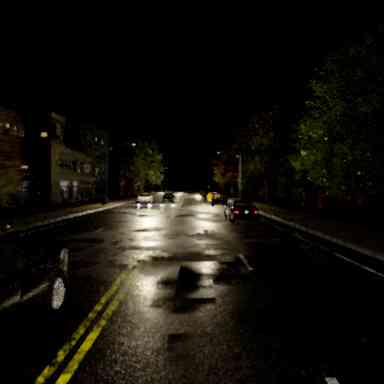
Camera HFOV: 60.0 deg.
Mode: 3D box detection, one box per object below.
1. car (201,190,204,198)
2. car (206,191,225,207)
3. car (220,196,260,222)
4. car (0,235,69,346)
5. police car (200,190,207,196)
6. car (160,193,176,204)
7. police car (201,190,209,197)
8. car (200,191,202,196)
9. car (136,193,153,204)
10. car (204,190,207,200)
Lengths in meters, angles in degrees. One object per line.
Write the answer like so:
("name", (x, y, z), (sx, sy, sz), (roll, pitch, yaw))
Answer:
("car", (3.234, 0.692, 62.142), (1.837, 1.490, 4.892), (0, 1, 0))
("car", (3.240, 0.968, 40.142), (2.128, 1.511, 4.902), (0, 1, 0))
("car", (3.344, 1.249, 22.930), (2.033, 1.411, 5.357), (0, 1, 0))
("car", (-3.351, 1.417, 4.561), (1.882, 1.535, 5.008), (0, 1, 0))
("police car", (3.225, 0.260, 95.141), (2.038, 1.542, 4.974), (0, 1, 0))
("car", (-3.323, 0.884, 47.440), (1.837, 1.490, 4.892), (0, 1, 0))
("police car", (3.228, 0.323, 84.250), (1.930, 1.638, 5.238), (0, 1, 0))
("car", (3.231, 0.590, 73.142), (2.033, 1.411, 5.357), (0, 1, 0))
("car", (-6.572, 0.910, 47.144), (1.812, 1.442, 4.674), (0, 1, 0))
("car", (3.237, 0.809, 51.142), (1.882, 1.535, 5.008), (0, 1, 0))
